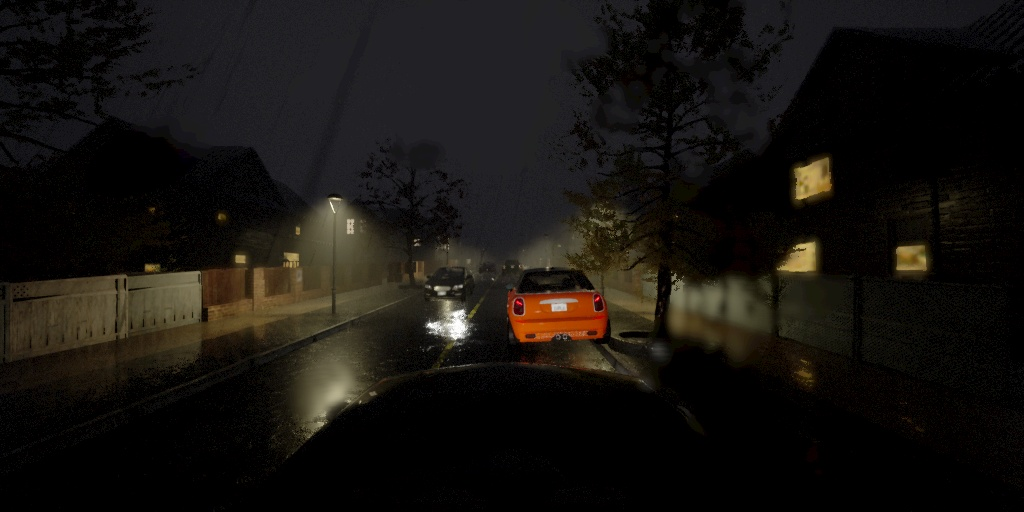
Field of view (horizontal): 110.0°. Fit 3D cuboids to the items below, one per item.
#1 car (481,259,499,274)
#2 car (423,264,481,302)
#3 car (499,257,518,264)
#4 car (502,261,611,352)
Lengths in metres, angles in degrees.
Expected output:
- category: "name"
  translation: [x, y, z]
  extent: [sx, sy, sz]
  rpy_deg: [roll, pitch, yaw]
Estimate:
- category: "car"
  translation: [-2.793, 1.386, 42.273]
  extent: [1.994, 1.385, 4.181]
  rpy_deg: [0, 0, 0]
- category: "car"
  translation: [-2.864, 1.263, 17.087]
  extent: [2.128, 1.511, 4.902]
  rpy_deg: [0, 0, 0]
- category: "car"
  translation: [0.041, 1.163, 37.951]
  extent: [2.097, 1.767, 4.553]
  rpy_deg: [0, 0, 0]
- category: "car"
  translation: [0.916, 1.060, 9.121]
  extent: [2.097, 1.767, 4.553]
  rpy_deg: [-3, -1, 0]
